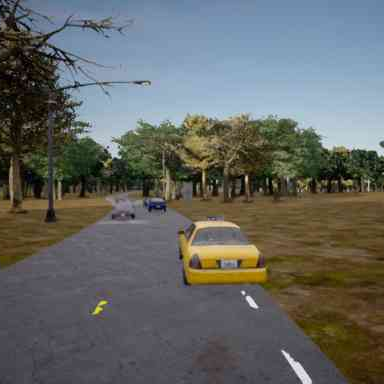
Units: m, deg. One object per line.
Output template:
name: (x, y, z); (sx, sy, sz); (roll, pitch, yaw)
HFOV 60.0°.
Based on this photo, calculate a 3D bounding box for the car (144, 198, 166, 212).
car: (-4.057, 1.399, 37.890); (1.882, 1.535, 5.008); (0, 0, -11)

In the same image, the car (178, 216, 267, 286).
car: (0.584, 1.447, 9.388); (1.801, 1.575, 5.366); (0, 0, -4)

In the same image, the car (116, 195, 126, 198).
car: (-14.393, 1.298, 67.174); (2.033, 1.411, 5.357); (0, 0, -17)

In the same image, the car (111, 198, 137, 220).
car: (-5.616, 1.489, 27.681); (1.812, 1.442, 4.674); (0, 0, -8)
